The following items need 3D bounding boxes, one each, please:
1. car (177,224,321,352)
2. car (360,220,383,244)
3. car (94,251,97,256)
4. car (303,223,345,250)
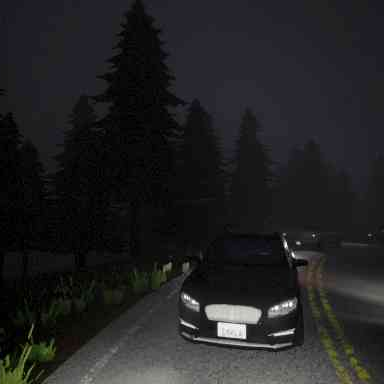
[{"bbox_3d":[1.136,1.562,6.612,2.128,1.511,4.902,-1,-2,15],"label":"car"},{"bbox_3d":[15.858,3.225,26.460,5.566,2.045,2.150,8,-8,-28],"label":"car"},{"bbox_3d":[-20.233,13.650,72.989,4.181,1.381,1.994,-2,-5,31],"label":"car"},{"bbox_3d":[6.512,2.309,17.708,1.895,1.301,4.718,-3,-6,39],"label":"car"}]
